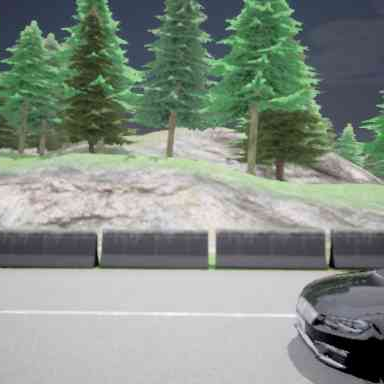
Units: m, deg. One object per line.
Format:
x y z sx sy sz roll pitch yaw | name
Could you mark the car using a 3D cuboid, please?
3.922 1.502 4.379 4.902 1.511 2.128 0 0 3 | car
